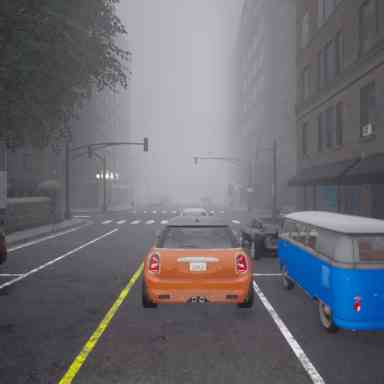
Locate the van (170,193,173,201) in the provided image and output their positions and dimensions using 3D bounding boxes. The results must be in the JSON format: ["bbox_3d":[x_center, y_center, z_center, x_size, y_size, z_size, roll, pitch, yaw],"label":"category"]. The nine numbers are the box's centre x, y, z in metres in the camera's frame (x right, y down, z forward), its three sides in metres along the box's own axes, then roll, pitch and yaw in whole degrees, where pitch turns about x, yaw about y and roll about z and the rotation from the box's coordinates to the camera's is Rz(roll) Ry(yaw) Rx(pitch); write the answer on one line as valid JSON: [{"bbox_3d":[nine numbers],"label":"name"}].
[{"bbox_3d":[-5.646,1.312,71.974,1.690,1.788,3.998,0,0,0],"label":"van"}]

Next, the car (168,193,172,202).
[{"bbox_3d":[-5.647,1.515,66.524,1.887,1.381,4.507,0,0,0],"label":"car"}]

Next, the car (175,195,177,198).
[{"bbox_3d":[-5.642,1.290,82.876,2.192,1.841,5.009,0,0,0],"label":"car"}]

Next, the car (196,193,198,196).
[{"bbox_3d":[2.887,1.507,93.969,1.752,1.417,4.829,0,0,0],"label":"car"}]

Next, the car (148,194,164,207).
[{"bbox_3d":[-5.652,1.498,50.001,1.752,1.417,4.829,0,0,0],"label":"car"}]

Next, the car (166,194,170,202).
[{"bbox_3d":[-5.649,1.515,61.073,1.887,1.381,4.507,0,0,0],"label":"car"}]

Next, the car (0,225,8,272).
[{"bbox_3d":[-5.667,1.314,6.482,2.192,1.841,5.009,0,0,0],"label":"car"}]

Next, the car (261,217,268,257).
[{"bbox_3d":[2.860,1.563,12.180,1.947,1.339,4.313,0,0,0],"label":"car"}]

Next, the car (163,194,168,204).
[{"bbox_3d":[-5.650,1.522,55.622,2.008,1.369,4.403,0,0,0],"label":"car"}]

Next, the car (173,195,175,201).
[{"bbox_3d":[-5.643,1.523,77.425,2.008,1.369,4.403,0,0,0],"label":"car"}]

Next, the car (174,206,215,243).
[{"bbox_3d":[0.107,1.521,17.075,1.812,1.442,4.674,0,0,0],"label":"car"}]

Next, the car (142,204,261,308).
[{"bbox_3d":[0.105,1.351,8.074,2.097,1.767,4.553,0,0,0],"label":"car"}]

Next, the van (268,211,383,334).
[{"bbox_3d":[2.858,1.340,6.520,1.690,1.788,3.998,0,0,0],"label":"van"}]

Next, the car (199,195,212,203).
[{"bbox_3d":[2.877,1.410,66.557,1.967,1.590,4.097,0,0,0],"label":"car"}]
